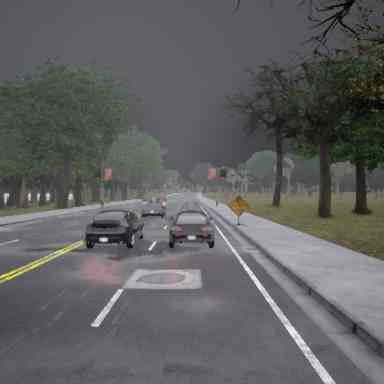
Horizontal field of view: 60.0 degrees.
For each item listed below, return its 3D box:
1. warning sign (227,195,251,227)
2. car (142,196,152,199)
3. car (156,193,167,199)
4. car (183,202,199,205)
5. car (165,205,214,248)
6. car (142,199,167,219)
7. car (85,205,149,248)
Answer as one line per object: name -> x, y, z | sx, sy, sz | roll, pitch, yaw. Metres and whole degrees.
warning sign -> 2.806, 1.122, 19.982 | 1.300, 1.860, 1.060 | 0, 0, 0
car -> -10.245, 1.575, 75.927 | 1.994, 1.385, 4.181 | 0, 0, 0
car -> -6.995, 1.248, 75.921 | 2.150, 2.045, 5.566 | 0, 0, 0
car -> -0.086, 1.579, 29.769 | 2.033, 1.411, 5.357 | 0, 0, 0
car -> -0.022, 1.538, 14.754 | 1.812, 1.442, 4.674 | 0, 0, 0
car -> -3.336, 1.588, 29.749 | 1.994, 1.385, 4.181 | 0, 0, 0
car -> -3.272, 1.522, 14.745 | 1.837, 1.490, 4.892 | 0, 0, 0
